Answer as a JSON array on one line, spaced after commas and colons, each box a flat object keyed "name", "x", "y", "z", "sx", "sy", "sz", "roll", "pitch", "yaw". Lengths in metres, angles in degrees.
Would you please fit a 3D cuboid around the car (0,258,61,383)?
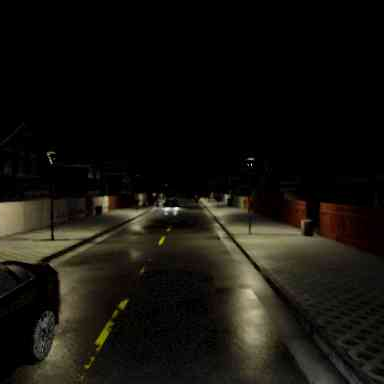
[{"name": "car", "x": -2.851, "y": 1.486, "z": 3.013, "sx": 2.128, "sy": 1.511, "sz": 4.902, "roll": 0, "pitch": 0, "yaw": 0}]

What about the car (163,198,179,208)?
[{"name": "car", "x": -2.827, "y": 1.453, "z": 45.356, "sx": 1.994, "sy": 1.385, "sz": 4.181, "roll": 0, "pitch": 0, "yaw": 0}]

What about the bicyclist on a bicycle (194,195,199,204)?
[{"name": "bicyclist on a bicycle", "x": 0.763, "y": 1.277, "z": 59.822, "sx": 0.866, "sy": 1.612, "sz": 1.509, "roll": 0, "pitch": 0, "yaw": 0}]

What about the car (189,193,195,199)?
[{"name": "car", "x": 0.015, "y": 1.087, "z": 93.650, "sx": 1.837, "sy": 1.490, "sz": 4.892, "roll": 0, "pitch": 0, "yaw": 0}]

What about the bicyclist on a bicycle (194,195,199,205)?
[{"name": "bicyclist on a bicycle", "x": 0.758, "y": 1.309, "z": 50.697, "sx": 0.866, "sy": 1.612, "sz": 1.509, "roll": 0, "pitch": 0, "yaw": 0}]

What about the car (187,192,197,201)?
[{"name": "car", "x": 0.013, "y": 0.947, "z": 78.312, "sx": 2.150, "sy": 2.045, "sz": 5.566, "roll": 0, "pitch": 0, "yaw": 0}]
